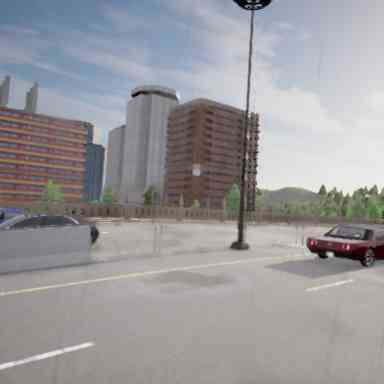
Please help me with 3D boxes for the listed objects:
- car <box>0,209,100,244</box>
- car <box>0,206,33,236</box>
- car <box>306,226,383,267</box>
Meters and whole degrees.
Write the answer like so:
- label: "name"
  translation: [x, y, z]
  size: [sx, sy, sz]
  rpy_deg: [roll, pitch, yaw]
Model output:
- label: "car"
  translation: [-5.989, 1.526, 12.576]
  size: [4.892, 1.490, 1.837]
  rpy_deg: [1, -1, -35]
- label: "car"
  translation: [-11.129, 1.534, 17.518]
  size: [4.674, 1.442, 1.812]
  rpy_deg: [0, 0, -35]
- label: "car"
  translation: [6.571, 1.976, 12.729]
  size: [4.718, 1.301, 1.895]
  rpy_deg: [4, -2, -35]
